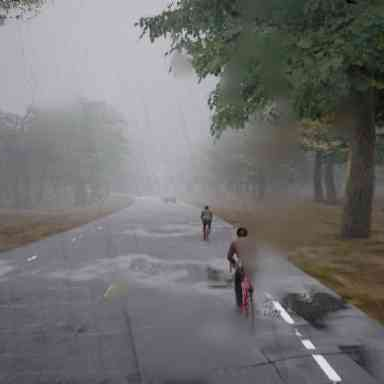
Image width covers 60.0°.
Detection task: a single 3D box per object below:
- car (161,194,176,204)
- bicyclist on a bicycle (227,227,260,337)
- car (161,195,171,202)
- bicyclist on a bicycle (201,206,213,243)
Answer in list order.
[{"bbox_3d":[-4.234,1.245,63.311,2.097,1.767,4.553,0,0,-7],"label":"car"},{"bbox_3d":[0.890,1.451,5.708,0.582,1.620,1.656,0,0,-1],"label":"bicyclist on a bicycle"},{"bbox_3d":[-5.783,1.449,73.804,1.895,1.301,4.718,0,0,-9],"label":"car"},{"bbox_3d":[0.665,1.445,14.748,0.582,1.620,1.656,0,0,-2],"label":"bicyclist on a bicycle"}]
